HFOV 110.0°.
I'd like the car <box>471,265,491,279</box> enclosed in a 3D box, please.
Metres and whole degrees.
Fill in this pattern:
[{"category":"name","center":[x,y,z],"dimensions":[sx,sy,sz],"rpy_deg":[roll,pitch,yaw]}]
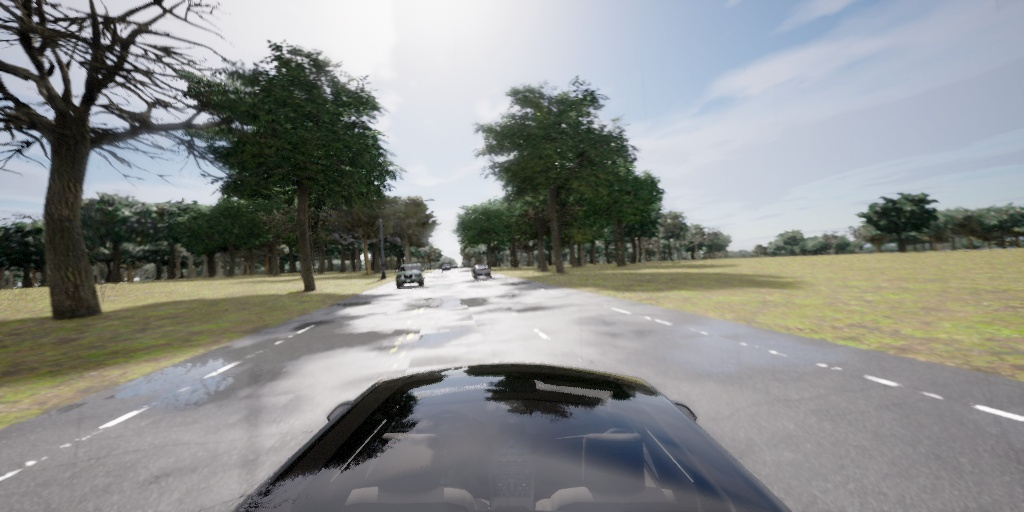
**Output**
[{"category":"car","center":[-3.495,1.753,40.455],"dimensions":[2.128,1.511,4.902],"rpy_deg":[-3,-1,-11]}]

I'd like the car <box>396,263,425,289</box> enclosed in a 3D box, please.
[{"category":"car","center":[-8.977,1.711,31.938],"dimensions":[2.150,2.045,5.566],"rpy_deg":[-3,0,-11]}]
